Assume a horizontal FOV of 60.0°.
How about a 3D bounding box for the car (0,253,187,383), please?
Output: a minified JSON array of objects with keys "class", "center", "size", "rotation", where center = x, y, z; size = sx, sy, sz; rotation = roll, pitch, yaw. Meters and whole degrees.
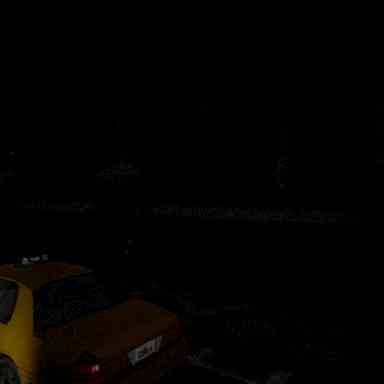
[{"class":"car","center":[-2.337,1.533,4.628],"size":[4.829,1.417,1.752],"rotation":[0,0,35]}]
